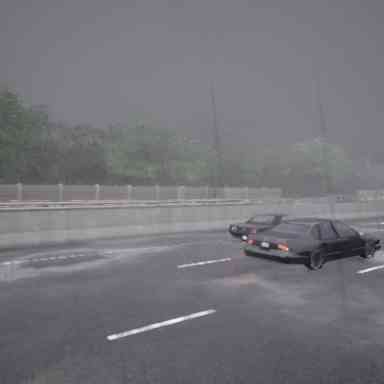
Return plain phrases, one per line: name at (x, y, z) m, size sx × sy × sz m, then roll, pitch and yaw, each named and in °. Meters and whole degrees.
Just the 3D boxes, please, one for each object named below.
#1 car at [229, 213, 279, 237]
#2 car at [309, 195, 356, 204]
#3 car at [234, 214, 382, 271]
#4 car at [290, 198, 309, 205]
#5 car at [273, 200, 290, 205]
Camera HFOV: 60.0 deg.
car at (4.030, 1.633, 15.219) m, size 4.718 × 1.301 × 1.895 m, roll 0°, pitch 0°, yaw -35°
car at (15.843, 1.347, 36.684) m, size 5.566 × 2.045 × 2.150 m, roll 1°, pitch 0°, yaw -35°
car at (4.141, 1.570, 10.999) m, size 5.357 × 1.411 × 2.033 m, roll 0°, pitch 0°, yaw -35°
car at (14.365, 1.473, 39.920) m, size 4.553 × 1.767 × 2.097 m, roll 0°, pitch 0°, yaw -35°
car at (12.119, 1.687, 42.620) m, size 4.181 × 1.385 × 1.994 m, roll 0°, pitch 0°, yaw -35°
